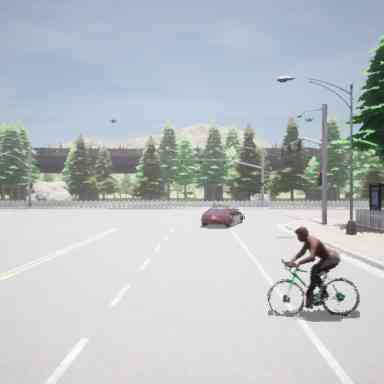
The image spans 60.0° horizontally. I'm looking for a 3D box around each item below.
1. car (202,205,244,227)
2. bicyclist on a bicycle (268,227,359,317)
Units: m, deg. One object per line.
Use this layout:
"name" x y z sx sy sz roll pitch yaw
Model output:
"car" 2.179 1.560 22.725 1.994 1.385 4.181 0 0 23
"bicyclist on a bicycle" 2.165 1.449 5.987 1.656 1.620 0.582 -2 0 2
